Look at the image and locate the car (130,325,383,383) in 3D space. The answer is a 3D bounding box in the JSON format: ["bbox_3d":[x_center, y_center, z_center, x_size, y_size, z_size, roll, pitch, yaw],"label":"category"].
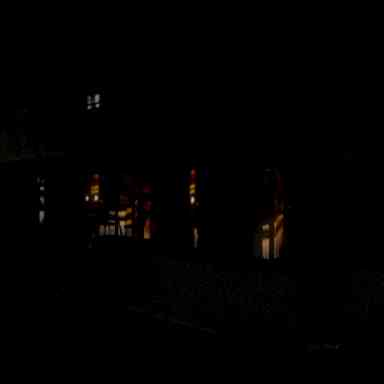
[{"bbox_3d":[1.429,1.551,1.854,4.403,1.369,2.008,0,0,36],"label":"car"}]
